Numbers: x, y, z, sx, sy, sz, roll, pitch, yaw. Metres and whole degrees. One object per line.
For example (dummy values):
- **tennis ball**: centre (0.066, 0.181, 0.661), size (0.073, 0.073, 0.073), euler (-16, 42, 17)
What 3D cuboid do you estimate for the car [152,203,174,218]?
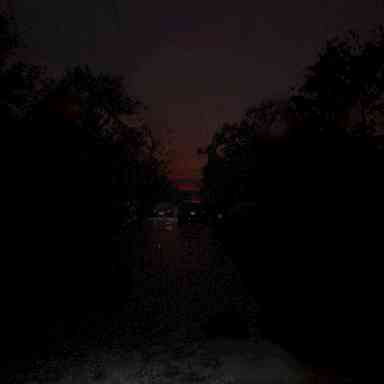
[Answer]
- **car**: centre (-2.910, 1.837, 34.061), size (1.812, 1.442, 4.674), euler (0, -1, 0)

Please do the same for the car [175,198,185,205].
- **car**: centre (-2.666, 2.165, 74.485), size (1.882, 1.535, 5.008), euler (0, -1, 0)

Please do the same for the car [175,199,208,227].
- **car**: centre (0.046, 1.519, 24.656), size (2.097, 1.767, 4.553), euler (0, -1, 0)

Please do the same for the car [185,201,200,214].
- **car**: centre (0.057, 1.948, 42.678), size (1.882, 1.535, 5.008), euler (0, -1, 0)
